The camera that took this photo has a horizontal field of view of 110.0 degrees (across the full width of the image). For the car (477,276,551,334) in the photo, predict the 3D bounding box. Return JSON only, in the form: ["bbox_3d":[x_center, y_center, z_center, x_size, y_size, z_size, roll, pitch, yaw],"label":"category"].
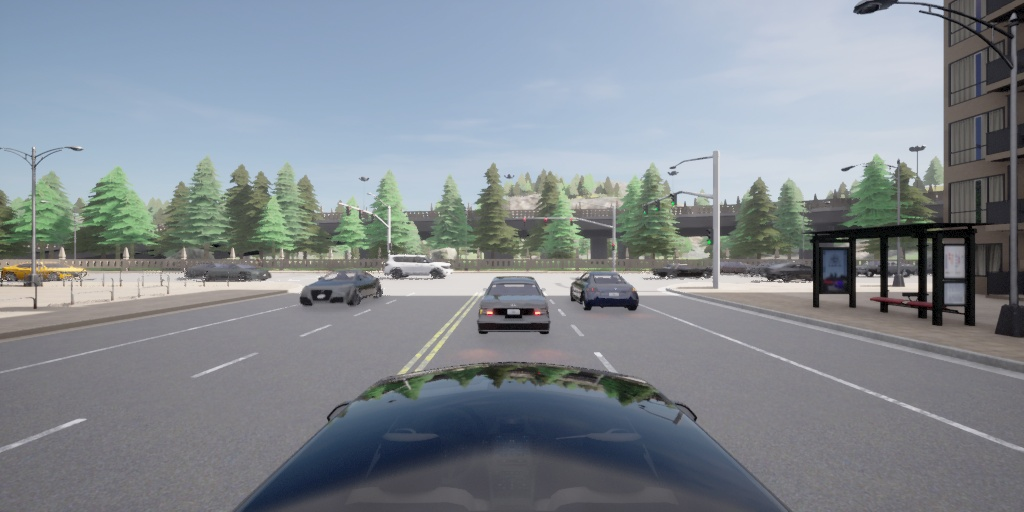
[{"bbox_3d":[0.058,1.297,10.540,2.033,1.411,5.357,0,0,1],"label":"car"}]

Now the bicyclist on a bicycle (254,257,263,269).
[{"bbox_3d":[-29.468,0.994,41.636,0.582,1.620,1.656,0,0,1],"label":"bicyclist on a bicycle"}]

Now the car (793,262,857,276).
[{"bbox_3d":[31.984,1.295,36.729,4.718,1.301,1.895,0,0,4],"label":"car"}]

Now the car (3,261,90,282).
[{"bbox_3d":[-35.178,1.171,27.145,5.008,1.535,1.882,0,0,0],"label":"car"}]

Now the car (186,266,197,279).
[{"bbox_3d":[-25.200,1.258,30.565,4.181,1.385,1.994,0,0,0],"label":"car"}]

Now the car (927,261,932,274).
[{"bbox_3d":[40.977,1.220,35.164,4.674,1.442,1.812,0,0,17],"label":"car"}]

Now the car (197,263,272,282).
[{"bbox_3d":[-20.605,1.258,27.018,4.181,1.385,1.994,0,0,1],"label":"car"}]

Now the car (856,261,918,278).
[{"bbox_3d":[33.860,1.185,33.007,4.902,1.511,2.128,0,0,6],"label":"car"}]

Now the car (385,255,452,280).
[{"bbox_3d":[-7.898,0.927,30.356,5.566,2.045,2.150,0,0,1],"label":"car"}]

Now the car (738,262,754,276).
[{"bbox_3d":[24.522,1.185,33.549,4.902,1.511,2.128,0,0,2],"label":"car"}]

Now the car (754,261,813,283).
[{"bbox_3d":[20.993,1.220,26.478,4.674,1.442,1.812,0,0,1],"label":"car"}]

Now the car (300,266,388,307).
[{"bbox_3d":[-7.132,1.314,15.363,1.994,1.385,4.181,0,0,-1],"label":"car"}]

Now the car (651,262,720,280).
[{"bbox_3d":[14.339,1.295,30.066,4.718,1.301,1.895,0,0,1],"label":"car"}]

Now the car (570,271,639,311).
[{"bbox_3d":[3.577,1.314,14.551,1.994,1.385,4.181,0,0,0],"label":"car"}]

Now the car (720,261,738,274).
[{"bbox_3d":[22.405,1.241,37.129,5.357,1.411,2.033,0,0,1],"label":"car"}]
